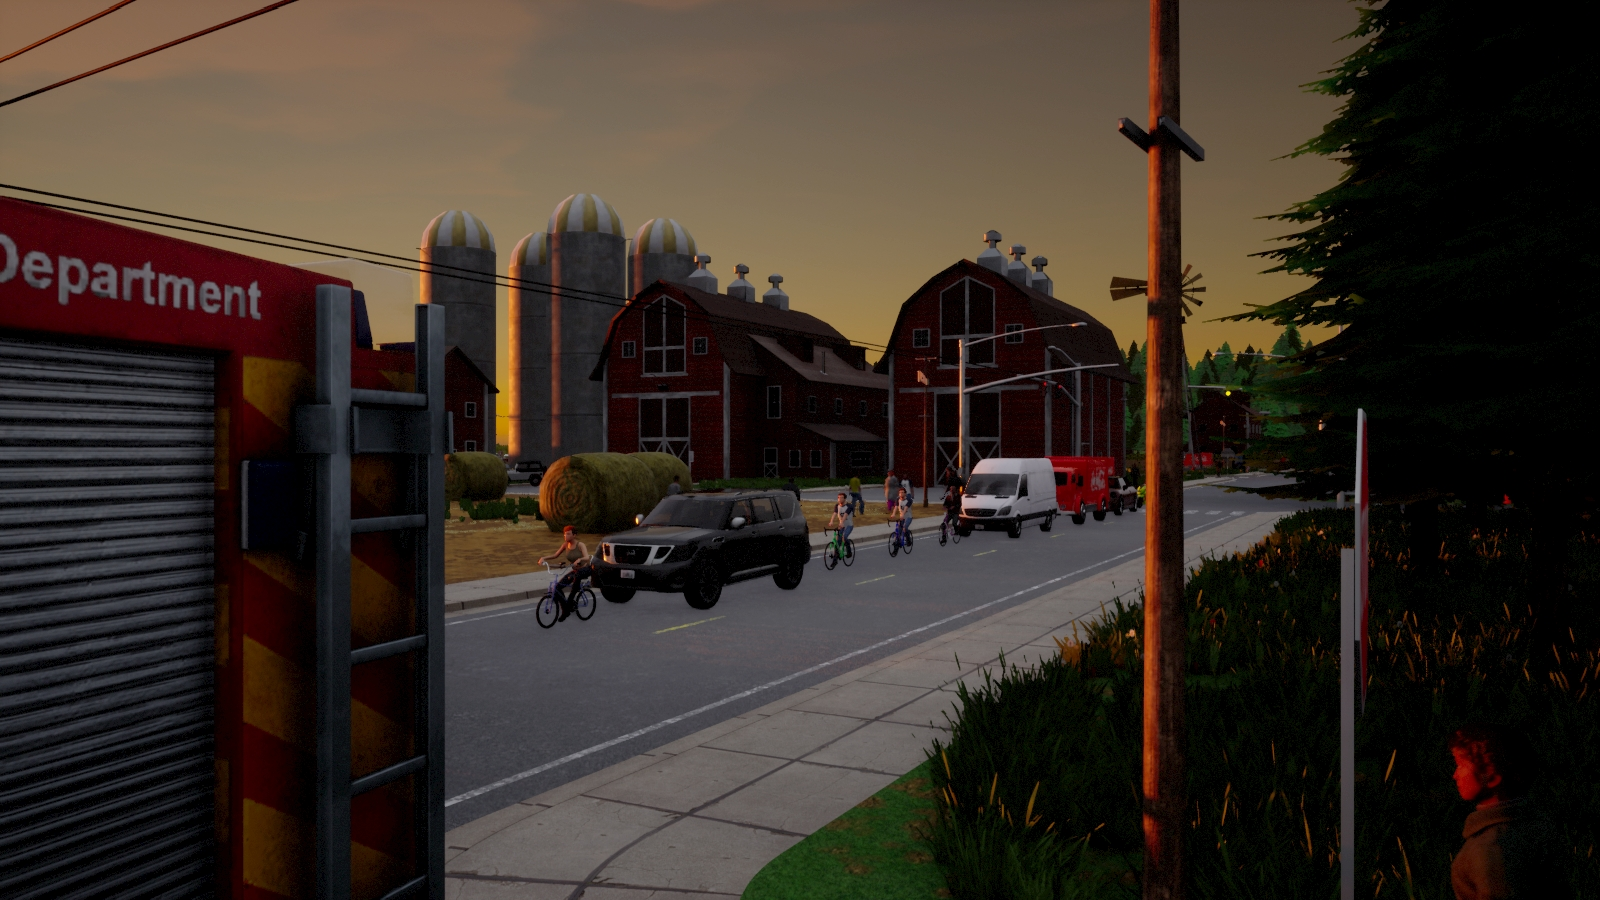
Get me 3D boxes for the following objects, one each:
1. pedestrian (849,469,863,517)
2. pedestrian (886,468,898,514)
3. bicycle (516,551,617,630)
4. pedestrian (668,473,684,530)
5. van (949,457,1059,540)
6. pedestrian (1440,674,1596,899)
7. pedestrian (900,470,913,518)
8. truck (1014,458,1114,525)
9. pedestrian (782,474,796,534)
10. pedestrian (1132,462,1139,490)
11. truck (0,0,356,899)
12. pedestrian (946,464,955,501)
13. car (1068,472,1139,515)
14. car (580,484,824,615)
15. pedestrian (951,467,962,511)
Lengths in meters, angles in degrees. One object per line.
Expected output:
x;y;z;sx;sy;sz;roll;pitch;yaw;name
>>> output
2.211;1.678;45.010;0.375;1.860;0.375;0;0;42;pedestrian
3.787;1.676;46.978;0.375;1.860;0.375;0;0;35;pedestrian
-3.780;2.256;18.561;0.859;1.080;1.487;0;0;28;bicycle
-4.088;1.679;37.588;0.375;1.860;0.375;0;0;30;pedestrian
7.057;1.534;38.936;1.988;2.561;5.915;0;0;28;van
2.186;1.663;3.475;0.375;1.860;0.375;0;0;36;pedestrian
4.112;1.692;44.111;0.375;1.860;0.375;0;0;31;pedestrian
10.542;1.568;45.365;2.627;2.467;5.204;0;0;28;truck
-0.340;1.690;35.821;0.375;1.860;0.375;0;0;13;pedestrian
22.149;1.696;75.402;0.375;1.860;0.375;0;0;29;pedestrian
-5.949;0.867;3.829;8.468;3.827;2.891;0;0;19;truck
7.658;1.670;58.207;0.375;1.860;0.375;0;0;23;pedestrian
13.639;1.903;51.214;2.097;1.767;4.553;0;0;28;car
-1.714;1.779;22.410;2.150;2.045;5.566;0;0;27;car
6.741;1.688;49.307;0.375;1.860;0.375;0;0;28;pedestrian
